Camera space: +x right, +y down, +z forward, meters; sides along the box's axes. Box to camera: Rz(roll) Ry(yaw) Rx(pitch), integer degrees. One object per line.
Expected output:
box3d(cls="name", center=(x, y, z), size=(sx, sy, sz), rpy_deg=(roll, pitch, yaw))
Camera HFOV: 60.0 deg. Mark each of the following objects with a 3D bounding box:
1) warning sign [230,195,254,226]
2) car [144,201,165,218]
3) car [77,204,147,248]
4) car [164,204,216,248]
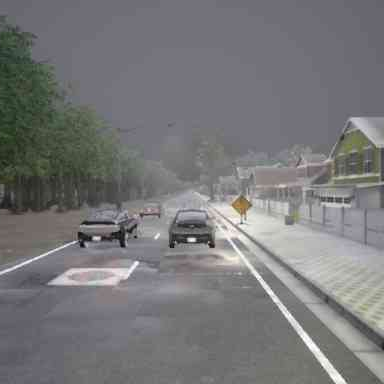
box3d(cls="warning sign", center=(3.049, 1.101, 20.434), size=(1.300, 1.860, 1.060), rpy_deg=(0, 0, 0))
box3d(cls="car", center=(-3.500, 1.541, 29.649), size=(2.033, 1.411, 5.357), rpy_deg=(0, 0, 0))
box3d(cls="car", center=(-3.500, 1.487, 14.649), size=(2.128, 1.511, 4.902), rpy_deg=(0, 0, 0))
box3d(cls="car", center=(0.000, 1.509, 14.649), size=(1.837, 1.490, 4.892), rpy_deg=(0, 0, 0))
